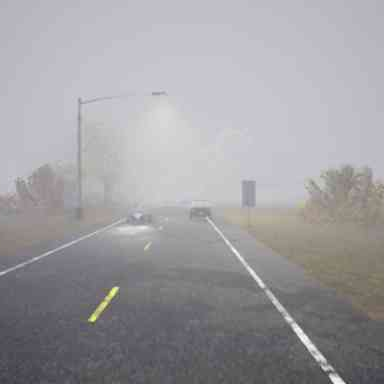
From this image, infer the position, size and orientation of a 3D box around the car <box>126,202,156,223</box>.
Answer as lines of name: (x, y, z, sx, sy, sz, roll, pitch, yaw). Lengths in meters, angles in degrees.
car: (-3.934, 1.549, 26.261, 2.128, 1.511, 4.902, 0, 0, -1)

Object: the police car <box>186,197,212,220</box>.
police car: (0.661, 1.485, 29.105, 1.930, 1.638, 5.238, 0, 0, -1)

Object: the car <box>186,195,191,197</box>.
car: (0.470, 1.531, 39.184, 1.801, 1.575, 5.366, 0, 0, -1)

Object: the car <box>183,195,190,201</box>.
car: (-1.350, 1.448, 80.593, 1.837, 1.490, 4.892, 0, 0, -1)

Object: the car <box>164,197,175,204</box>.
car: (-4.606, 1.643, 66.525, 1.812, 1.442, 4.674, 0, 0, -1)

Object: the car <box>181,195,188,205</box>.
car: (-1.021, 1.660, 62.781, 1.994, 1.385, 4.181, 0, 0, -1)
